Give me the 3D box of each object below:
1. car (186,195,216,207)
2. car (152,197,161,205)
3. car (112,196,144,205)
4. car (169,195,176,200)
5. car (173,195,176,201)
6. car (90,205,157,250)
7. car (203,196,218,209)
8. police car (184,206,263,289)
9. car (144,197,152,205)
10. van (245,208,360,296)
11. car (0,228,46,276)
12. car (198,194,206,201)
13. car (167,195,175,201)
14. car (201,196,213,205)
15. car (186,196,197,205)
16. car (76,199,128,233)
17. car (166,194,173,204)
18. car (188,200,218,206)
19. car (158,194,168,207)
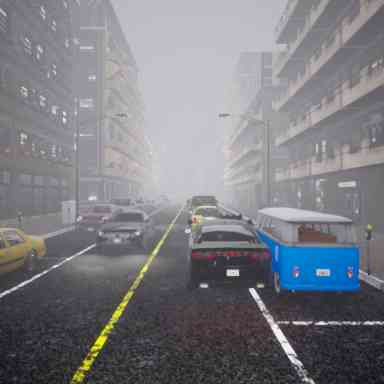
[{"bbox_3d":[0.825,1.228,25.208,2.150,2.045,5.566,0,0,0],"label":"car"},{"bbox_3d":[-5.308,1.587,41.650,1.802,1.307,4.206,1,0,0],"label":"car"},{"bbox_3d":[-5.303,1.319,25.003,2.192,1.841,5.009,1,0,0],"label":"car"},{"bbox_3d":[-5.310,1.584,91.591,1.802,1.307,4.206,1,0,0],"label":"car"},{"bbox_3d":[-5.309,1.554,74.944,2.008,1.369,4.403,1,0,0],"label":"car"},{"bbox_3d":[-2.750,1.528,14.565,1.812,1.442,4.674,0,0,0],"label":"car"},{"bbox_3d":[2.574,1.445,47.220,1.967,1.590,4.097,1,0,0],"label":"car"},{"bbox_3d":[0.826,1.427,9.286,1.930,1.638,5.238,0,0,0],"label":"police car"},{"bbox_3d":[-5.304,1.319,30.552,2.192,1.841,5.009,1,0,0],"label":"car"},{"bbox_3d":[2.577,1.342,8.376,1.690,1.788,3.998,1,0,0],"label":"van"},{"bbox_3d":[-5.305,1.527,8.186,1.752,1.417,4.829,1,0,0],"label":"car"},{"bbox_3d":[2.572,1.442,86.064,1.967,1.590,4.097,1,0,0],"label":"car"},{"bbox_3d":[-5.310,1.584,86.042,1.802,1.307,4.206,1,0,0],"label":"car"},{"bbox_3d":[2.573,1.530,58.488,1.752,1.417,4.829,1,0,0],"label":"car"},{"bbox_3d":[-0.002,1.482,59.284,1.882,1.535,5.008,0,0,0],"label":"car"},{"bbox_3d":[-5.305,1.443,19.454,1.967,1.590,4.097,1,0,0],"label":"car"},{"bbox_3d":[-5.305,1.319,63.846,2.192,1.841,5.009,1,0,0],"label":"car"},{"bbox_3d":[0.825,1.458,19.367,1.801,1.575,5.366,0,0,0],"label":"car"},{"bbox_3d":[-5.307,1.530,52.578,1.752,1.417,4.829,1,0,0],"label":"car"}]
